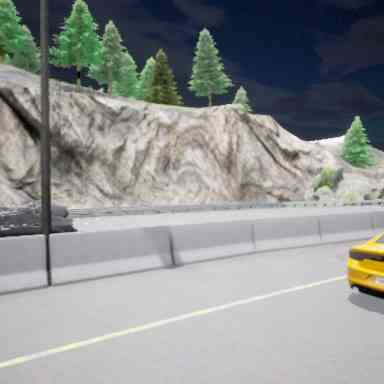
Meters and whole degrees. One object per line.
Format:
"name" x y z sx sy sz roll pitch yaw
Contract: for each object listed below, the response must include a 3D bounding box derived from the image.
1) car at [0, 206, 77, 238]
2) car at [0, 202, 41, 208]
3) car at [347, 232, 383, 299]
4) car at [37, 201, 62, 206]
"car" -6.720 1.454 11.963 4.892 1.490 1.837 -1 0 -34
"car" -10.927 1.479 17.593 5.357 1.411 2.033 -1 1 -34
"car" 5.435 1.383 7.112 5.008 1.535 1.882 -1 0 -32
"car" -10.673 1.386 21.937 4.902 1.511 2.128 -1 1 -33
